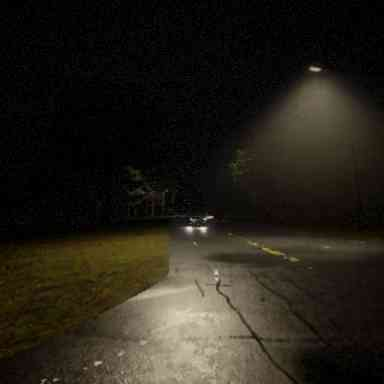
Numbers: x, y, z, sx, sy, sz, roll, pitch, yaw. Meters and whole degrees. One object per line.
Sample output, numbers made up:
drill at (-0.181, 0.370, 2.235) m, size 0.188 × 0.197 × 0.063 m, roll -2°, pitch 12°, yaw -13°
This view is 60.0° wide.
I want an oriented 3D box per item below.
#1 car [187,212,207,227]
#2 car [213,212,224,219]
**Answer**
car at (0.544, 3.210, 40.169) m, size 2.097 × 1.767 × 4.553 m, roll 1°, pitch -3°, yaw -4°
car at (5.524, 4.944, 69.591) m, size 2.128 × 1.511 × 4.902 m, roll 1°, pitch -3°, yaw -4°
